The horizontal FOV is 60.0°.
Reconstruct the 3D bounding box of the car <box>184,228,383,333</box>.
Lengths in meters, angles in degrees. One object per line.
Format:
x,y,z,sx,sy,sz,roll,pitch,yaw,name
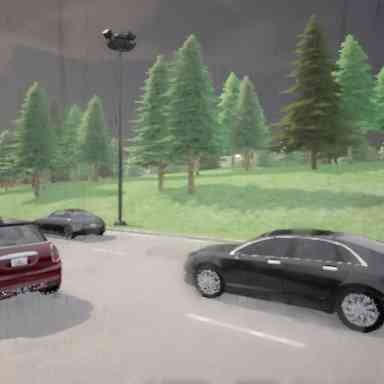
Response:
2.061,1.508,6.829,4.892,1.490,1.837,0,0,35,car

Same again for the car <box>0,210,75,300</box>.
-5.031,1.353,7.594,4.553,1.767,2.097,0,0,36,car

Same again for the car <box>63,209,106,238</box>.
-6.391,1.567,17.171,4.181,1.385,1.994,0,0,36,car
